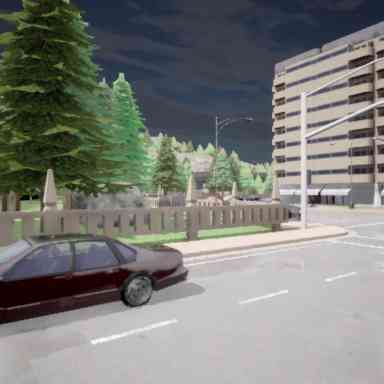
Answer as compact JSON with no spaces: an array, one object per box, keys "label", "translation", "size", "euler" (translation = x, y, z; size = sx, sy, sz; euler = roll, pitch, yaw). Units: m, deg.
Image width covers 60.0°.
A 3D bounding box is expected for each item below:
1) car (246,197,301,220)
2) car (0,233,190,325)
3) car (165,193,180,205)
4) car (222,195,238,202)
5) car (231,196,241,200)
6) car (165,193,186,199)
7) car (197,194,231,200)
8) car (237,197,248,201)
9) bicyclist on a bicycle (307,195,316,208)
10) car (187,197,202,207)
[{"label":"car","translation":[7.061,1.433,27.168],"size":[2.128,1.511,4.902],"euler":[0,0,-33]},{"label":"car","translation":[-2.630,1.547,6.412],"size":[5.357,1.411,2.033],"euler":[0,0,-35]},{"label":"car","translation":[-3.352,1.159,58.365],"size":[2.150,2.045,5.566],"euler":[0,0,3]},{"label":"car","translation":[8.588,1.461,75.176],"size":[1.812,1.442,4.674],"euler":[0,0,32]},{"label":"car","translation":[9.239,1.485,67.906],"size":[2.033,1.411,5.357],"euler":[0,0,20]},{"label":"car","translation":[-1.873,1.162,44.872],"size":[2.150,2.045,5.566],"euler":[0,0,-14]},{"label":"car","translation":[2.636,1.418,42.188],"size":[1.882,1.535,5.008],"euler":[0,0,-20]},{"label":"car","translation":[7.085,1.488,33.343],"size":[2.033,1.411,5.357],"euler":[0,0,-33]},{"label":"bicyclist on a bicycle","translation":[15.306,1.240,42.449],"size":[1.656,1.620,0.582],"euler":[0,0,-29]},{"label":"car","translation":[0.273,1.541,52.071],"size":[1.895,1.301,4.718],"euler":[0,0,-5]}]
